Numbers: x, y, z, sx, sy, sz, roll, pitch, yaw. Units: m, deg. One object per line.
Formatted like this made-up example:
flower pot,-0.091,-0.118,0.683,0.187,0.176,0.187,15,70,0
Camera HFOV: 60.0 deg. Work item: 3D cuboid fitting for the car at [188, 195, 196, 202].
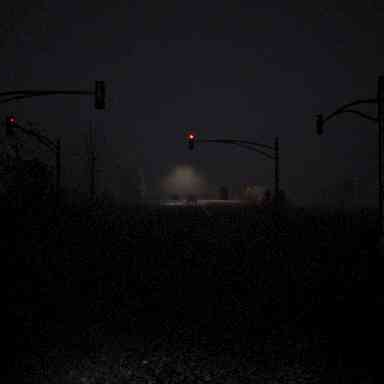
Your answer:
car,-0.074,1.426,78.064,1.837,1.490,4.892,0,0,0

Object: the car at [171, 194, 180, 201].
car,-3.569,1.195,72.230,1.837,1.490,4.892,0,0,0

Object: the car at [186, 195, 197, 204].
car,-0.064,1.424,68.028,2.097,1.767,4.553,0,0,0
